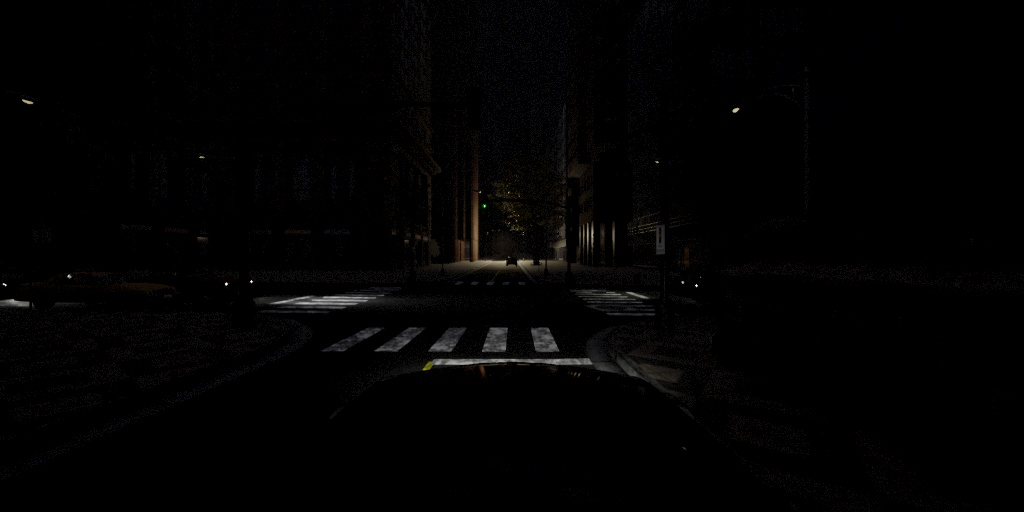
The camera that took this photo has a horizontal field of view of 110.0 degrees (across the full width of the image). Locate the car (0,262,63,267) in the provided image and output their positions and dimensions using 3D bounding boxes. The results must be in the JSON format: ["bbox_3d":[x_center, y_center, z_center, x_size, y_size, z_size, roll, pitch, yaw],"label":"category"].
[{"bbox_3d":[-23.843,1.079,15.776,5.357,1.411,2.033,1,0,0],"label":"car"}]

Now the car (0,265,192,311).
[{"bbox_3d":[-14.963,1.148,13.083,4.829,1.417,1.751,0,0,0],"label":"car"}]

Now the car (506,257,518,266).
[{"bbox_3d":[-0.041,0.974,62.179,1.837,1.490,4.892,0,0,0],"label":"car"}]

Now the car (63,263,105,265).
[{"bbox_3d":[-26.353,1.069,21.649,4.313,1.339,1.948,0,0,0],"label":"car"}]

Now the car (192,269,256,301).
[{"bbox_3d":[-14.100,1.234,15.741,4.718,1.301,1.895,1,0,0],"label":"car"}]

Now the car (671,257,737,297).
[{"bbox_3d":[11.749,1.055,18.851,5.566,2.045,2.150,0,0,0],"label":"car"}]
